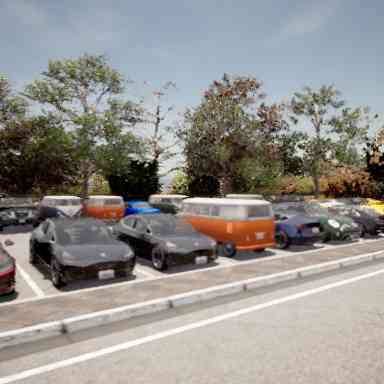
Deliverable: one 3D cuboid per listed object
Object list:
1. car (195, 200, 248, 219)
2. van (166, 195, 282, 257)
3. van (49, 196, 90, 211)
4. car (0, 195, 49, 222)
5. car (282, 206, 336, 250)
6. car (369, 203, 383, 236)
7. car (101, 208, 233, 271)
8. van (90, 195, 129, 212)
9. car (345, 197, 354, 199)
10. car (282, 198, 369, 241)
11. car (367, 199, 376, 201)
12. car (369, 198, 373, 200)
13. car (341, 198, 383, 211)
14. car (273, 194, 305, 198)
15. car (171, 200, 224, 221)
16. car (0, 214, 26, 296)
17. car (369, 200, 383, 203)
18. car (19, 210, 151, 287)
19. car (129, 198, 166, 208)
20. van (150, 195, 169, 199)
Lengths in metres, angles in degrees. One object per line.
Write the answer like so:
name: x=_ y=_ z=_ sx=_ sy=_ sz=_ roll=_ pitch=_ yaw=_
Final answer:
car: x=2.526 y=1.502 z=30.030 sx=2.163 sy=1.488 sz=4.792 roll=0 pitch=0 yaw=-35
van: x=1.062 y=1.254 z=13.056 sx=1.878 sy=1.987 sz=4.442 roll=0 pitch=0 yaw=-35
van: x=-8.575 y=1.258 z=21.969 sx=1.878 sy=1.987 sz=4.442 roll=0 pitch=0 yaw=-35
car: x=-10.884 y=1.239 z=20.438 sx=2.435 sy=2.045 sz=5.566 roll=0 pitch=0 yaw=-35
car: x=3.377 y=1.503 z=14.593 sx=2.163 sy=1.488 sz=4.792 roll=0 pitch=0 yaw=-35
car: x=7.925 y=1.470 z=17.779 sx=2.231 sy=1.521 sz=4.892 roll=0 pitch=0 yaw=-35
car: x=-1.117 y=1.515 z=11.331 sx=2.163 sy=1.488 sz=4.792 roll=0 pitch=0 yaw=-35
van: x=-6.451 y=1.251 z=23.763 sx=1.878 sy=1.987 sz=4.442 roll=0 pitch=0 yaw=-35
car: x=16.196 y=1.611 z=39.698 sx=2.002 sy=1.452 sz=4.674 roll=0 pitch=0 yaw=-35
car: x=5.637 y=1.344 z=16.200 sx=2.185 sy=1.767 sz=4.553 roll=0 pitch=0 yaw=-35
car: x=12.448 y=1.483 z=20.771 sx=1.946 sy=1.575 sz=5.366 roll=0 pitch=0 yaw=-35
car: x=20.593 y=1.480 z=42.862 sx=2.185 sy=1.767 sz=4.553 roll=0 pitch=0 yaw=-35
car: x=22.873 y=1.623 z=44.436 sx=2.097 sy=1.535 sz=5.008 roll=0 pitch=0 yaw=-35
car: x=9.404 y=1.267 z=34.914 sx=2.435 sy=2.045 sz=5.566 roll=0 pitch=0 yaw=-35
car: x=0.373 y=1.496 z=28.502 sx=2.163 sy=1.488 sz=4.792 roll=0 pitch=0 yaw=-35
car: x=-5.644 y=1.528 z=8.116 sx=2.163 sy=1.488 sz=4.792 roll=0 pitch=0 yaw=-35
car: x=10.071 y=1.472 z=19.538 sx=1.946 sy=1.575 sz=5.366 roll=0 pitch=0 yaw=-35
car: x=-3.380 y=1.522 z=9.723 sx=2.163 sy=1.488 sz=4.792 roll=0 pitch=0 yaw=-35
car: x=-4.128 y=1.471 z=25.276 sx=2.097 sy=1.535 sz=5.008 roll=0 pitch=0 yaw=-35
van: x=-1.791 y=1.241 z=26.797 sx=1.878 sy=1.987 sz=4.442 roll=0 pitch=0 yaw=-36
